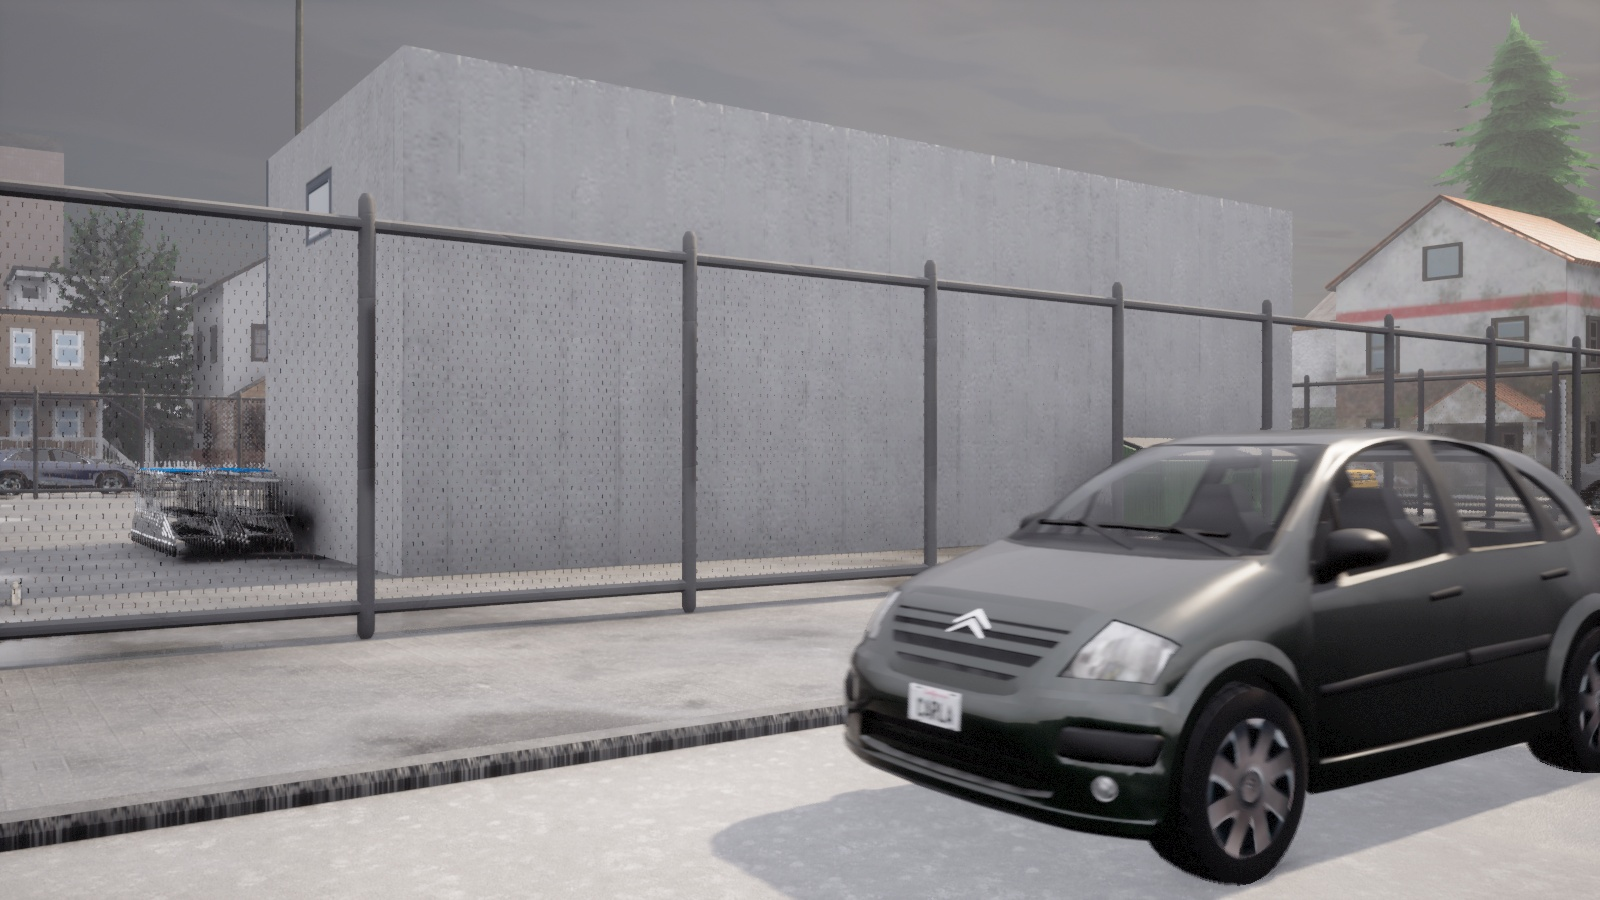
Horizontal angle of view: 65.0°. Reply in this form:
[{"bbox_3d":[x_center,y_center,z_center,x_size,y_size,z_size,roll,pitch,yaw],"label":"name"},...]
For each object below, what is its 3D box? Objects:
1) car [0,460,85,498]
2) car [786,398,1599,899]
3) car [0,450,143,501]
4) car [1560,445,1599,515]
[{"bbox_3d":[-28.254,1.014,44.688,4.718,1.301,1.895,0,0,-35],"label":"car"},{"bbox_3d":[2.105,0.653,5.739,3.988,1.617,1.851,0,0,-35],"label":"car"},{"bbox_3d":[-24.908,0.831,42.177,4.856,1.649,2.033,0,0,-34],"label":"car"},{"bbox_3d":[20.691,0.702,29.109,2.033,1.649,4.856,0,0,-35],"label":"car"}]
